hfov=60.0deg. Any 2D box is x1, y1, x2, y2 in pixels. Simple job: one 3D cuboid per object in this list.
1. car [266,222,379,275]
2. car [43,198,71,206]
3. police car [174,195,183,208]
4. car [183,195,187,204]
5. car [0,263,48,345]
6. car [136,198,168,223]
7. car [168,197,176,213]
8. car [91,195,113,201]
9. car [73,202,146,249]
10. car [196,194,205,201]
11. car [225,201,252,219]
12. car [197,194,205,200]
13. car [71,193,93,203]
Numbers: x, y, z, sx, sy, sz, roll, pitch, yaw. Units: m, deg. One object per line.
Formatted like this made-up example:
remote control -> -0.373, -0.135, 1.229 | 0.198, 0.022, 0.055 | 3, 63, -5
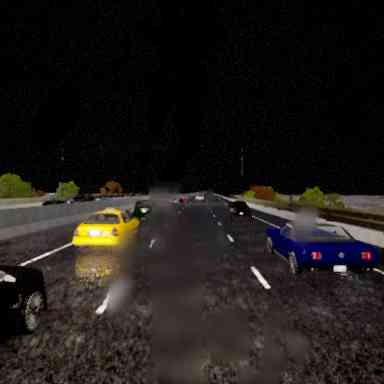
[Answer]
car -> 3.648, 1.586, 10.364 | 1.895, 1.301, 4.718 | 0, 0, 0
car -> -20.307, 1.542, 49.571 | 1.895, 1.301, 4.718 | 0, 0, 2
police car -> -2.809, 1.458, 47.079 | 2.038, 1.542, 4.974 | 0, 0, 2
car -> -2.464, 1.447, 58.042 | 2.128, 1.511, 4.902 | 0, 0, 2
car -> -3.383, 1.484, 3.790 | 2.128, 1.511, 4.902 | 0, 0, 0
car -> -3.292, 1.317, 25.117 | 2.097, 1.767, 4.553 | 0, 0, 1
car -> -3.085, 1.557, 36.144 | 1.895, 1.301, 4.718 | 0, 0, 1
car -> -13.260, 1.493, 51.043 | 2.033, 1.411, 5.357 | 0, 0, 2
car -> -3.427, 1.434, 14.371 | 1.801, 1.575, 5.366 | 0, 0, 1
car -> 1.828, 1.439, 78.057 | 1.895, 1.301, 4.718 | 0, 0, 3
car -> 3.867, 1.491, 28.109 | 1.812, 1.442, 4.674 | 0, 0, 1
car -> 2.719, 1.361, 95.581 | 2.128, 1.511, 4.902 | 0, 0, 3
car -> -16.759, 1.165, 51.066 | 2.150, 2.045, 5.566 | 0, 0, 2
